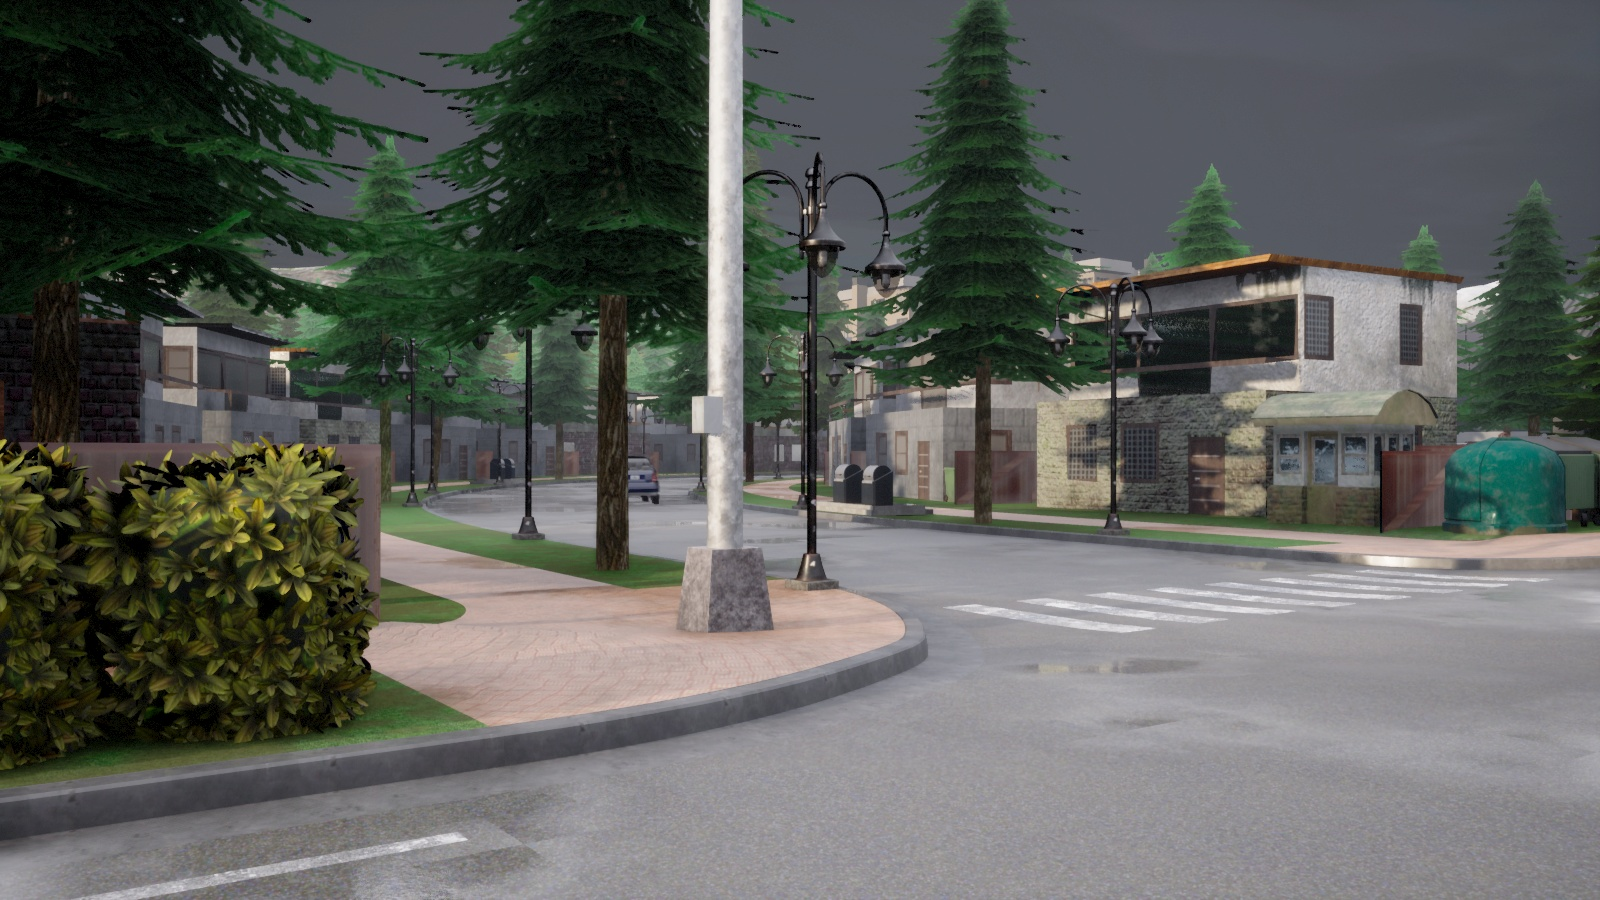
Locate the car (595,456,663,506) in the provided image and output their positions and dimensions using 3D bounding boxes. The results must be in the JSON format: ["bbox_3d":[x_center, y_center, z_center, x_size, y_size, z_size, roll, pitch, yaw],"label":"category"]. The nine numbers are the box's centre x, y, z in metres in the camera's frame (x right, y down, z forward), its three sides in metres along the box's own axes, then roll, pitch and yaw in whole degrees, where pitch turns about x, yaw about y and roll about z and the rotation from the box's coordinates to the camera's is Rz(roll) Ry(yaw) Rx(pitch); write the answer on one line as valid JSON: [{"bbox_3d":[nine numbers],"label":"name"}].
[{"bbox_3d":[-5.683,0.994,41.437,1.789,1.549,3.705,0,0,-14],"label":"car"}]
